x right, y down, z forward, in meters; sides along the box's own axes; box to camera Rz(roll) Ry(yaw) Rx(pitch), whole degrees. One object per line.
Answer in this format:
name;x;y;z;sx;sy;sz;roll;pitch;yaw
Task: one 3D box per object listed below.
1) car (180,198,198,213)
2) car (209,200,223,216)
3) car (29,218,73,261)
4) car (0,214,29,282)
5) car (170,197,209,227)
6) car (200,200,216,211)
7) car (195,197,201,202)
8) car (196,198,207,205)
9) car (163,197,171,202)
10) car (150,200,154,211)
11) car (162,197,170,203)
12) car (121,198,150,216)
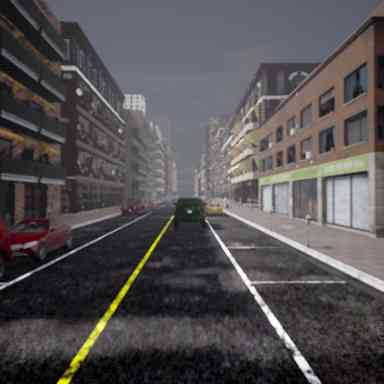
car;-0.367;1.575;40.119;2.097;1.767;4.553;0;0;-1
car;2.286;1.717;35.357;1.752;1.417;4.829;0;0;-1
car;-5.826;1.667;12.549;1.802;1.307;4.206;0;0;-1
car;-5.759;1.368;6.914;2.192;1.841;5.009;0;0;-1
car;-0.176;1.358;23.851;2.150;2.045;5.566;0;0;-1
car;2.155;1.798;46.459;1.887;1.381;4.507;0;0;-1
car;1.623;2.022;91.715;1.752;1.417;4.829;0;0;-1
car;1.890;1.926;69.001;2.008;1.369;4.403;0;0;-1
car;-6.757;2.066;91.450;2.008;1.369;4.403;0;0;-1
car;-6.158;1.681;40.728;1.967;1.590;4.097;0;0;-1
car;-6.690;2.036;85.813;2.008;1.369;4.403;0;0;-1
car;-6.091;1.525;35.094;2.192;1.841;5.009;0;0;-1
